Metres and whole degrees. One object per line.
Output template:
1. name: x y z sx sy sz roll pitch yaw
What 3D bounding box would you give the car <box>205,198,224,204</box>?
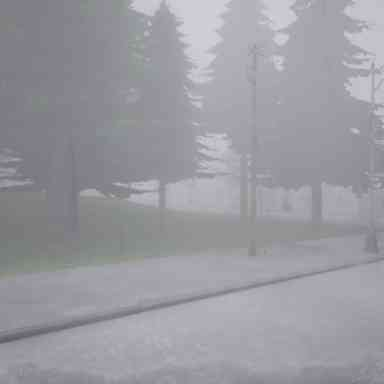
1. car: 6.204 2.468 91.269 4.974 1.542 2.038 1 0 -6

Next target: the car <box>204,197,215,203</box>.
1. car: 6.154 2.310 91.265 4.536 1.218 1.853 1 0 -6

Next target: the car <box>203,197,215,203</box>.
1. car: 4.863 2.229 93.748 1.845 1.501 3.633 1 -1 -24
